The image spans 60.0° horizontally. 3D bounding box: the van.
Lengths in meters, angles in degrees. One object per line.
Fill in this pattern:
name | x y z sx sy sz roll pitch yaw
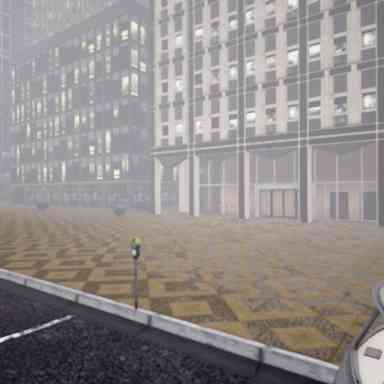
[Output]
van | 2.525 1.345 1.073 3.998 1.788 1.690 0 0 36
